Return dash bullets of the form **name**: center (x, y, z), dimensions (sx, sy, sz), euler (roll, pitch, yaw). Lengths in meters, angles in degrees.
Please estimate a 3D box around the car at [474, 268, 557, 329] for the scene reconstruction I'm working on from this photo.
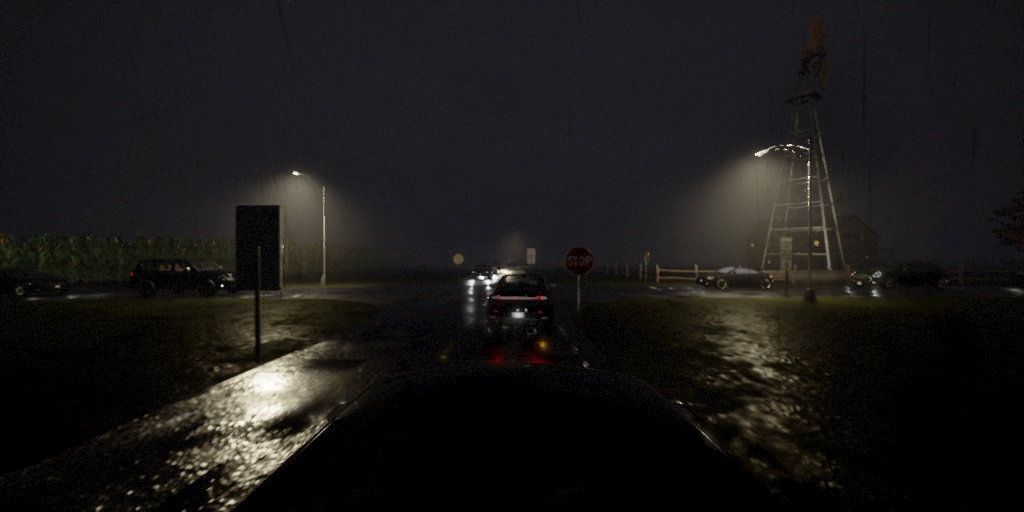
- **car**: center (0.397, 1.303, 11.539), dimensions (2.128, 1.511, 4.902), euler (0, 0, 6)

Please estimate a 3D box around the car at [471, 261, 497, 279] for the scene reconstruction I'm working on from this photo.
- **car**: center (-2.900, 1.452, 35.806), dimensions (1.837, 1.490, 4.892), euler (0, 0, 2)

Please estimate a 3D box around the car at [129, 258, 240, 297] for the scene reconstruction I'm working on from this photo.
- **car**: center (-18.110, 1.161, 20.217), dimensions (5.566, 2.045, 2.150), euler (0, 0, 0)

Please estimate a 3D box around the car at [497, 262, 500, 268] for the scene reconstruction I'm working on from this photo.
- **car**: center (-2.852, 1.599, 45.586), dimensions (1.895, 1.301, 4.718), euler (0, 0, 0)

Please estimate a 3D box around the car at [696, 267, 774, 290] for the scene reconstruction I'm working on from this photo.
- **car**: center (13.969, 1.366, 22.637), dimensions (4.181, 1.385, 1.994), euler (0, 0, 3)

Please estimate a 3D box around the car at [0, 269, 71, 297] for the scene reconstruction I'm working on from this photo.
- **car**: center (-28.145, 1.454, 20.239), dimensions (5.008, 1.535, 1.882), euler (0, 0, 0)

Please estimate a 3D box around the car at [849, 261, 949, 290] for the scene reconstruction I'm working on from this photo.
- **car**: center (23.949, 1.118, 22.341), dimensions (4.553, 1.767, 2.097), euler (0, 0, 2)

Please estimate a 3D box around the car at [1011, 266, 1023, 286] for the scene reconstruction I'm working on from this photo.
- **car**: center (34.558, 0.943, 21.943), dimensions (5.566, 2.045, 2.150), euler (0, 1, 3)
